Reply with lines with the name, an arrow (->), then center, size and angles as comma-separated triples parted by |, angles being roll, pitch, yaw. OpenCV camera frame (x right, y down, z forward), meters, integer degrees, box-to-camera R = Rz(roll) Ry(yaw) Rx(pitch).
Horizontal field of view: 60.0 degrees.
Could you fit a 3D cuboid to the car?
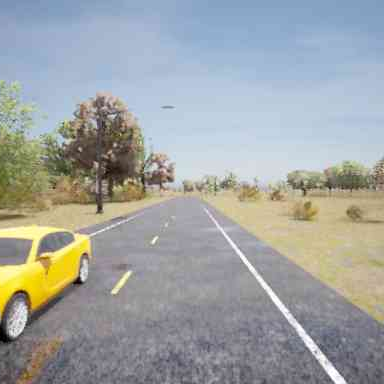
car -> -3.549, 1.479, 6.668 | 1.882, 1.535, 5.008 | 0, 0, 0
